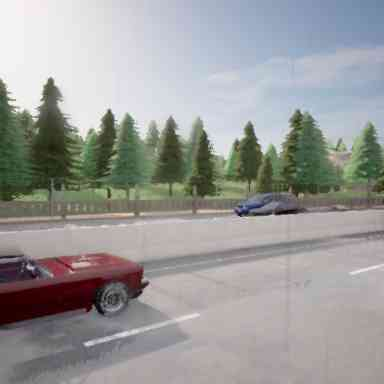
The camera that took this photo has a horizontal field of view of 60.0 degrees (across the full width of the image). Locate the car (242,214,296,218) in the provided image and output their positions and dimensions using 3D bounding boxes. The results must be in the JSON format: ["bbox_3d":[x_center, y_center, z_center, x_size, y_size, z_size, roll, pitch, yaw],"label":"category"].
[{"bbox_3d":[6.527,1.478,25.322,5.008,1.535,1.882,0,0,-31],"label":"car"}]

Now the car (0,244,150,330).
[{"bbox_3d":[-3.165,1.605,5.786,4.718,1.301,1.895,0,0,-36],"label":"car"}]

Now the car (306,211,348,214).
[{"bbox_3d":[9.946,1.598,23.299,4.718,1.301,1.895,0,0,-30],"label":"car"}]
